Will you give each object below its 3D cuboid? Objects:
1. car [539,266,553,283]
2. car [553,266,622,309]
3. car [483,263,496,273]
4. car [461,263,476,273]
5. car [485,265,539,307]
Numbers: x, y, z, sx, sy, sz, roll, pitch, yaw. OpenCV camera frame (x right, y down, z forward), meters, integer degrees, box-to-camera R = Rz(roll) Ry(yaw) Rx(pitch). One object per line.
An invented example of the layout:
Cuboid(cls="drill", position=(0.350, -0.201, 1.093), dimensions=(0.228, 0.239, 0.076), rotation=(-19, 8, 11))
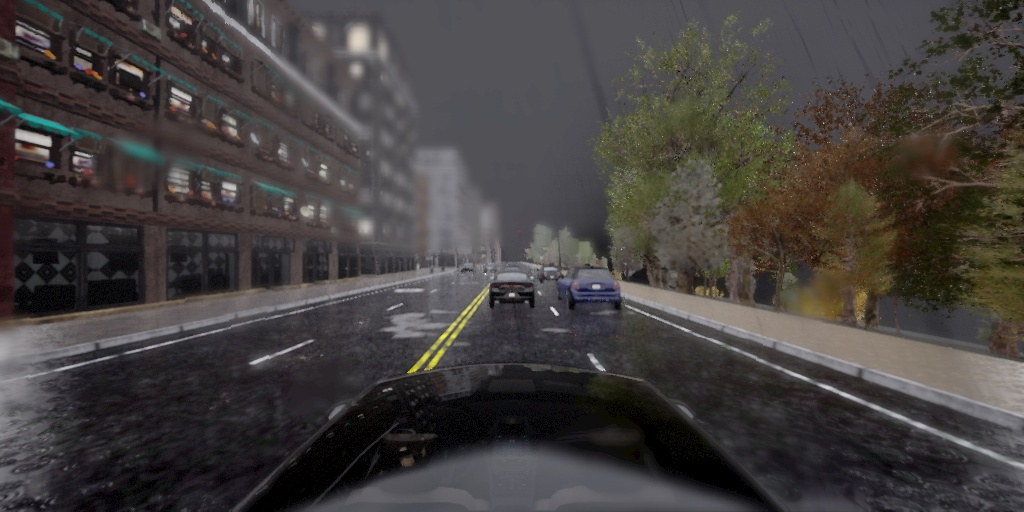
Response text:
Cuboid(cls="car", position=(3.246, 1.550, 31.218), dimensions=(1.812, 1.442, 4.674), rotation=(0, 0, 0))
Cuboid(cls="car", position=(3.249, 1.231, 15.919), dimensions=(2.097, 1.767, 4.553), rotation=(0, -1, 0))
Cuboid(cls="car", position=(-3.269, 1.743, 54.292), dimensions=(2.128, 1.511, 4.902), rotation=(0, -1, 0))
Cuboid(cls="car", position=(-6.520, 1.762, 54.279), dimensions=(1.837, 1.490, 4.892), rotation=(0, -1, 0))
Cuboid(cls="car", position=(0.002, 1.362, 16.313), dimensions=(1.882, 1.535, 5.008), rotation=(0, 0, 0))
